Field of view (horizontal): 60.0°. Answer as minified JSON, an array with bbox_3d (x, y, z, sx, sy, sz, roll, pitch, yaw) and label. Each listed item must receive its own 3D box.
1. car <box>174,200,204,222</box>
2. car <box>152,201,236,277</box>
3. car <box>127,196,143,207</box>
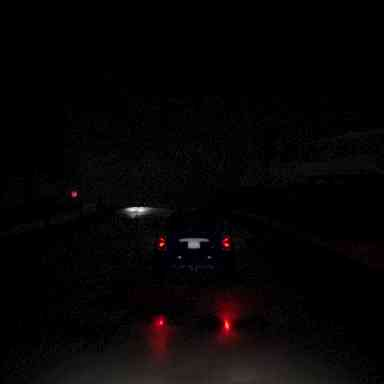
[{"bbox_3d":[-0.371,1.406,26.085,2.033,1.411,5.357,0,0,-4],"label":"car"},{"bbox_3d":[0.067,1.296,10.184,2.097,1.767,4.553,0,0,1],"label":"car"},{"bbox_3d":[-7.903,1.243,45.933,2.128,1.511,4.902,0,0,-17],"label":"car"}]
